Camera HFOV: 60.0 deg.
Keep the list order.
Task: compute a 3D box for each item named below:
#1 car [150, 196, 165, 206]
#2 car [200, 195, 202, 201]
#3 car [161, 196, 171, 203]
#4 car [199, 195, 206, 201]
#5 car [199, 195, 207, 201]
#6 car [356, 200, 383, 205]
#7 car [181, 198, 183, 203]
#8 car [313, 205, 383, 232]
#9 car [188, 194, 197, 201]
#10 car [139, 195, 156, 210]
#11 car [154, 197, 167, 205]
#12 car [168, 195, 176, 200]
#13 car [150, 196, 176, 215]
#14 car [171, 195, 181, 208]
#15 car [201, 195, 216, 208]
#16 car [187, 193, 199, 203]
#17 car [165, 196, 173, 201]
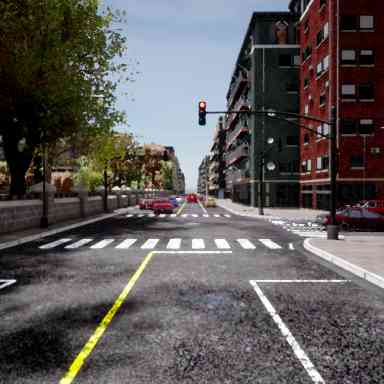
[{"bbox_3d":[-5.647,1.456,54.966,1.967,1.590,4.097,0,0,0],"label":"car"},{"bbox_3d":[2.734,1.561,54.960,1.887,1.381,4.507,0,0,0],"label":"car"},{"bbox_3d":[-5.632,1.612,71.571,1.802,1.307,4.206,0,0,0],"label":"car"},{"bbox_3d":[2.761,1.591,88.171,1.887,1.381,4.507,0,0,0],"label":"car"},{"bbox_3d":[2.757,1.585,82.636,1.887,1.381,4.507,0,0,0],"label":"car"},{"bbox_3d":[14.639,1.590,27.306,5.009,1.841,2.192,1,-1,0],"label":"car"},{"bbox_3d":[-2.948,1.553,68.667,1.812,1.442,4.674,0,0,0],"label":"car"},{"bbox_3d":[10.643,1.776,21.325,5.357,1.411,2.033,1,0,-2],"label":"car"},{"bbox_3d":[0.068,1.305,79.598,2.097,1.767,4.553,0,0,0],"label":"car"},{"bbox_3d":[-5.656,1.324,43.896,2.192,1.841,5.009,0,0,0],"label":"car"},{"bbox_3d":[-5.642,1.565,60.502,1.887,1.381,4.507,0,0,0],"label":"car"},{"bbox_3d":[-5.614,1.578,93.542,1.752,1.417,4.829,0,0,0],"label":"car"},{"bbox_3d":[-2.970,1.482,34.627,1.882,1.535,5.008,0,0,-2],"label":"car"},{"bbox_3d":[-3.052,1.538,49.318,1.812,1.442,4.674,0,0,0],"label":"car"},{"bbox_3d":[2.730,1.538,49.595,1.752,1.417,4.829,0,0,0],"label":"car"},{"bbox_3d":[0.060,1.249,69.238,2.150,2.045,5.566,0,0,0],"label":"car"},{"bbox_3d":[-5.623,1.623,82.642,1.802,1.307,4.206,0,0,0],"label":"car"}]
